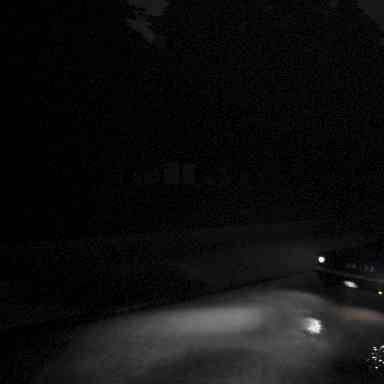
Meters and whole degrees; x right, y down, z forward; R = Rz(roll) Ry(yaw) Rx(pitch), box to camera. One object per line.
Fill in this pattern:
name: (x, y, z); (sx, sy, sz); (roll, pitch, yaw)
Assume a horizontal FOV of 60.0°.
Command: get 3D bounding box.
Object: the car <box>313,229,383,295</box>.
car: (5.119, 1.626, 8.238); (4.718, 1.301, 1.895); (0, 0, -35)
